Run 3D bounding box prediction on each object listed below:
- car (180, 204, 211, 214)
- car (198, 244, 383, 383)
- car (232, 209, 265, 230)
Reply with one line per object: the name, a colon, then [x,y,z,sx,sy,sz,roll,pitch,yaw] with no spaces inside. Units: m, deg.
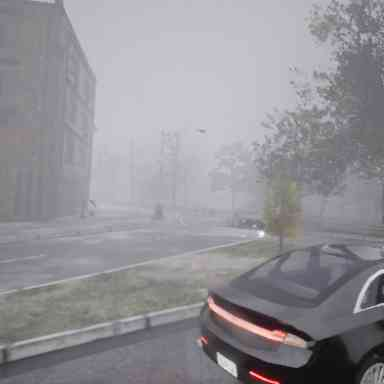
car: [0.628,2.540,50.668,4.902,1.511,2.128,3,-2,9]
car: [2.414,1.491,4.563,4.902,1.511,2.128,0,0,-31]
car: [4.066,1.928,24.328,2.033,1.411,5.357,3,-2,-1]
